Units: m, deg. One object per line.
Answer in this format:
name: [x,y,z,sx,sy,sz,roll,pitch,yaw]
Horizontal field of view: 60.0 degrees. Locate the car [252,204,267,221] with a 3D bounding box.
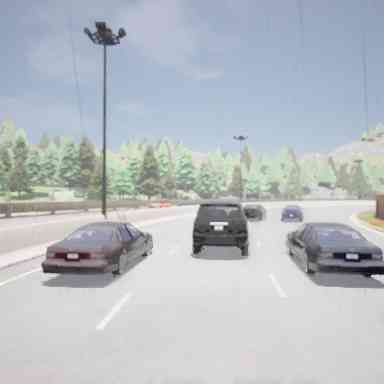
car: [6.041,1.902,32.070,1.882,1.535,5.008,0,-1,20]

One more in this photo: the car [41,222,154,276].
car: [-2.700,1.683,10.827,2.033,1.411,5.357,0,-1,7]

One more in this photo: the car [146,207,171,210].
car: [-5.064,1.992,50.407,2.097,1.767,4.553,0,-1,28]

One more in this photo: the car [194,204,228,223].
car: [1.852,1.904,30.677,1.837,1.490,4.892,0,-1,19]

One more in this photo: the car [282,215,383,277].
car: [4.338,1.696,10.844,2.033,1.411,5.357,0,-1,7]

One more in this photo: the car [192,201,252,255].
car: [1.370,1.413,14.551,2.150,2.045,5.566,0,-1,9]

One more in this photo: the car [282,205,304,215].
car: [9.584,1.950,31.549,1.812,1.442,4.674,0,-1,21]
